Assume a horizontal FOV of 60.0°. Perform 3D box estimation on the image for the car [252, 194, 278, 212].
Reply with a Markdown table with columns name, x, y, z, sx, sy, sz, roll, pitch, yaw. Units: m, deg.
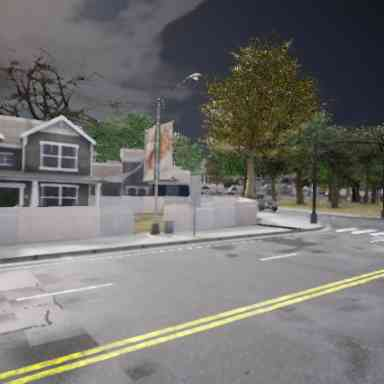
| name | x | y | z | sx | sy | sz | roll | pitch | yaw |
| --- | --- | --- | --- | --- | --- | --- | --- | --- | --- |
| car | 8.202 | 1.266 | 39.635 | 2.150 | 2.045 | 5.566 | 2 | 0 | -12 |
